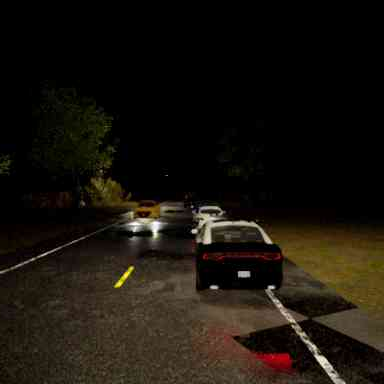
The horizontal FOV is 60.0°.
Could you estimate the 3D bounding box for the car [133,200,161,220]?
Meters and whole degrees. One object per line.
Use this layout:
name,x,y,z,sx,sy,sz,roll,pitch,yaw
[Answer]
car,-3.702,1.461,27.911,1.882,1.535,5.008,0,0,0

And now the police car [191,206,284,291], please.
police car,1.020,1.422,9.174,1.930,1.638,5.238,0,0,0

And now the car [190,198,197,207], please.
car,0.960,1.464,25.064,1.882,1.535,5.008,0,0,0

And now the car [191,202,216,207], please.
car,0.983,1.518,19.065,1.812,1.442,4.674,0,0,0

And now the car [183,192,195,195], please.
car,-0.224,1.143,63.466,2.150,2.045,5.566,0,0,0

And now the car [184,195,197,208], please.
car,-0.139,1.504,46.014,2.033,1.411,5.357,0,0,0
